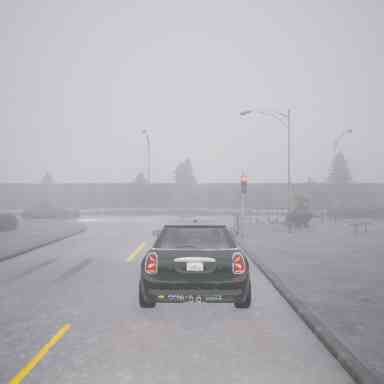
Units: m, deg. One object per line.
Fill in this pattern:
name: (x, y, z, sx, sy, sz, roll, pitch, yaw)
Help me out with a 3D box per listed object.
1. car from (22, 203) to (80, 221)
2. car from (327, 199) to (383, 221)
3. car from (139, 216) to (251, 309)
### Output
car: (-11.160, 1.564, 26.492, 4.181, 1.385, 1.994, 0, 0, 0)
car: (13.268, 1.352, 26.451, 4.553, 1.767, 2.097, 0, 0, 0)
car: (0.075, 1.352, 8.061, 2.097, 1.767, 4.553, 0, 0, 1)
